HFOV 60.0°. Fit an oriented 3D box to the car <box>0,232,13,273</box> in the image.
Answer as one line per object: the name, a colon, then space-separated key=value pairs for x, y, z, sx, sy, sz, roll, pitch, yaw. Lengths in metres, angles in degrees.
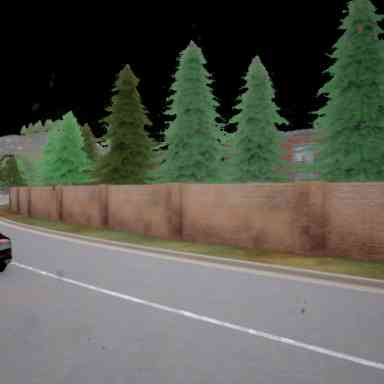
car: x=-6.822 y=1.439 z=9.377 sx=4.902 sy=1.511 sz=2.128 roll=0 pitch=0 yaw=40
